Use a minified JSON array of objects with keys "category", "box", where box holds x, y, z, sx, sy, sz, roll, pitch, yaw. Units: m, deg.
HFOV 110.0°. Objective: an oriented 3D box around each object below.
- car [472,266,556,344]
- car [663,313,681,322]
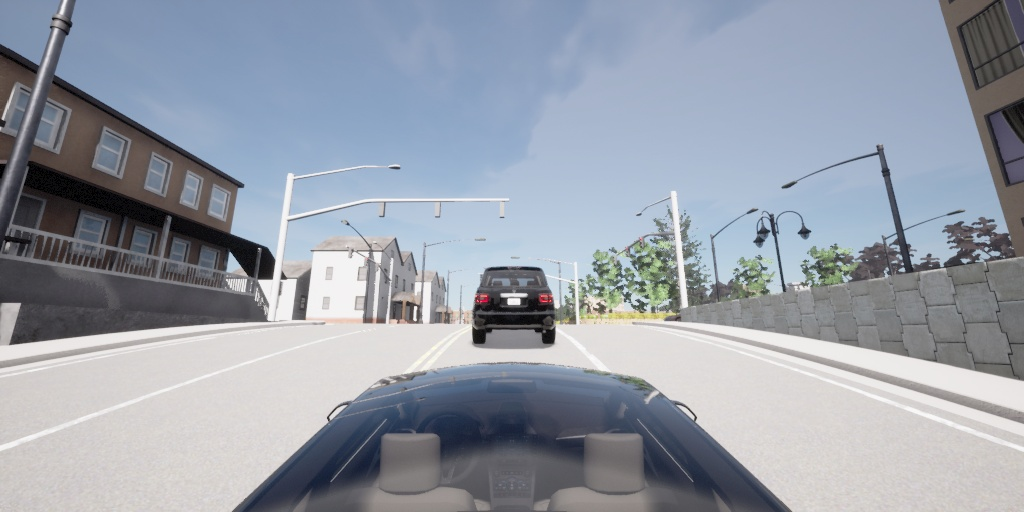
[{"category":"car","box":[0.049,1.500,11.158,2.150,2.045,5.566,0,-7,0]},{"category":"car","box":[15.824,5.448,31.724,4.553,1.767,2.097,0,-12,0]}]
